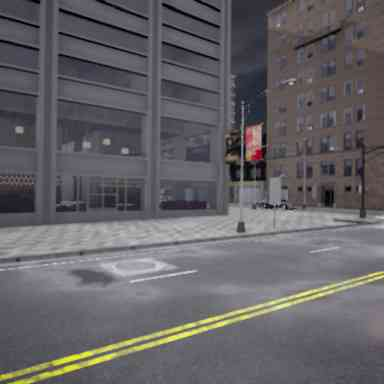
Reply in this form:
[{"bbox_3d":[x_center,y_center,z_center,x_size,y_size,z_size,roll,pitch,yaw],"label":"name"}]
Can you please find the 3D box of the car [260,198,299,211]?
[{"bbox_3d":[10.179,1.462,38.992,1.837,1.490,4.892,1,0,-35],"label":"car"}]
